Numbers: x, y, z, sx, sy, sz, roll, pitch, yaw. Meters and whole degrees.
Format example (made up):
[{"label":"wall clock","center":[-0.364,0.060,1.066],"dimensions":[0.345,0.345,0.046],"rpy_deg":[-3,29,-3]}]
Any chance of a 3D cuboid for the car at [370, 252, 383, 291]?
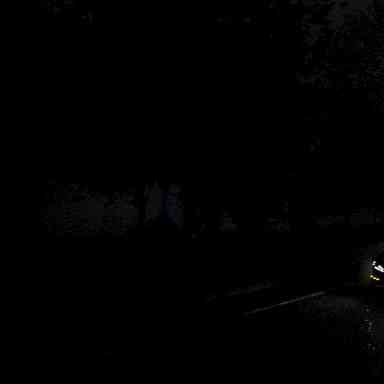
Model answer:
[{"label":"car","center":[6.279,1.641,8.163],"dimensions":[4.892,1.490,1.837],"rpy_deg":[1,-1,-35]}]
